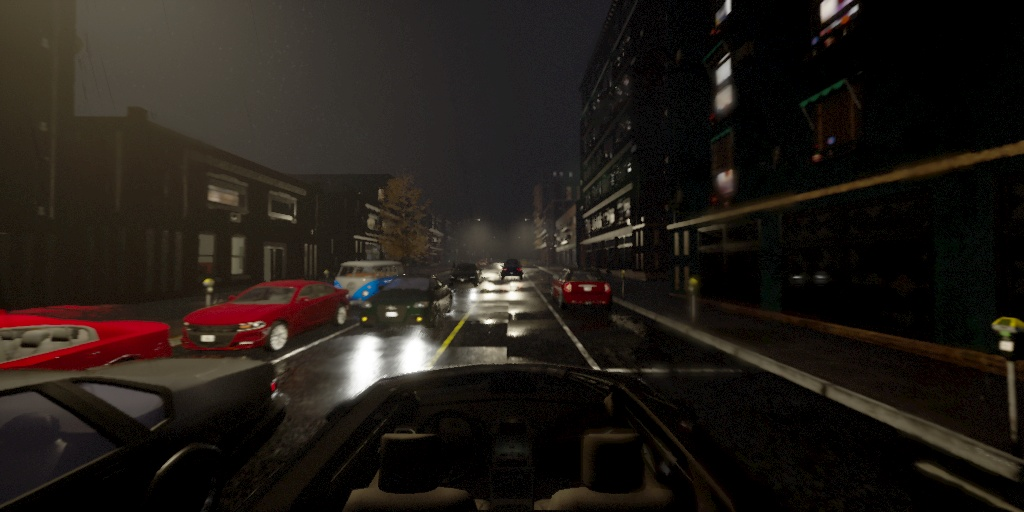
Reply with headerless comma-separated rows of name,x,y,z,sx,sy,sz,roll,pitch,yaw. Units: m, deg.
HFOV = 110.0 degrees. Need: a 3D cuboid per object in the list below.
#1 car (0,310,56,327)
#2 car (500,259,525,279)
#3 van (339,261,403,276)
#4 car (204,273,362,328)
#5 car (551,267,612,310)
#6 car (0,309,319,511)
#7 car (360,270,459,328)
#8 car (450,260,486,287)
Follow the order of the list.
car,-5.767,1.295,3.265,1.888,1.381,4.507,0,0,0
car,-0.005,1.284,31.971,1.812,1.442,4.674,0,0,0
van,-5.696,1.094,14.634,1.690,1.789,3.998,0,0,0
car,-5.694,1.297,8.947,1.888,1.381,4.507,0,0,0
car,2.685,1.193,14.699,1.967,1.591,4.097,0,0,0
car,-3.096,1.297,1.118,2.033,1.411,5.357,0,0,0
car,-3.093,1.316,11.243,1.994,1.385,4.181,0,0,0
car,-3.091,1.261,24.695,1.837,1.490,4.892,0,0,0
